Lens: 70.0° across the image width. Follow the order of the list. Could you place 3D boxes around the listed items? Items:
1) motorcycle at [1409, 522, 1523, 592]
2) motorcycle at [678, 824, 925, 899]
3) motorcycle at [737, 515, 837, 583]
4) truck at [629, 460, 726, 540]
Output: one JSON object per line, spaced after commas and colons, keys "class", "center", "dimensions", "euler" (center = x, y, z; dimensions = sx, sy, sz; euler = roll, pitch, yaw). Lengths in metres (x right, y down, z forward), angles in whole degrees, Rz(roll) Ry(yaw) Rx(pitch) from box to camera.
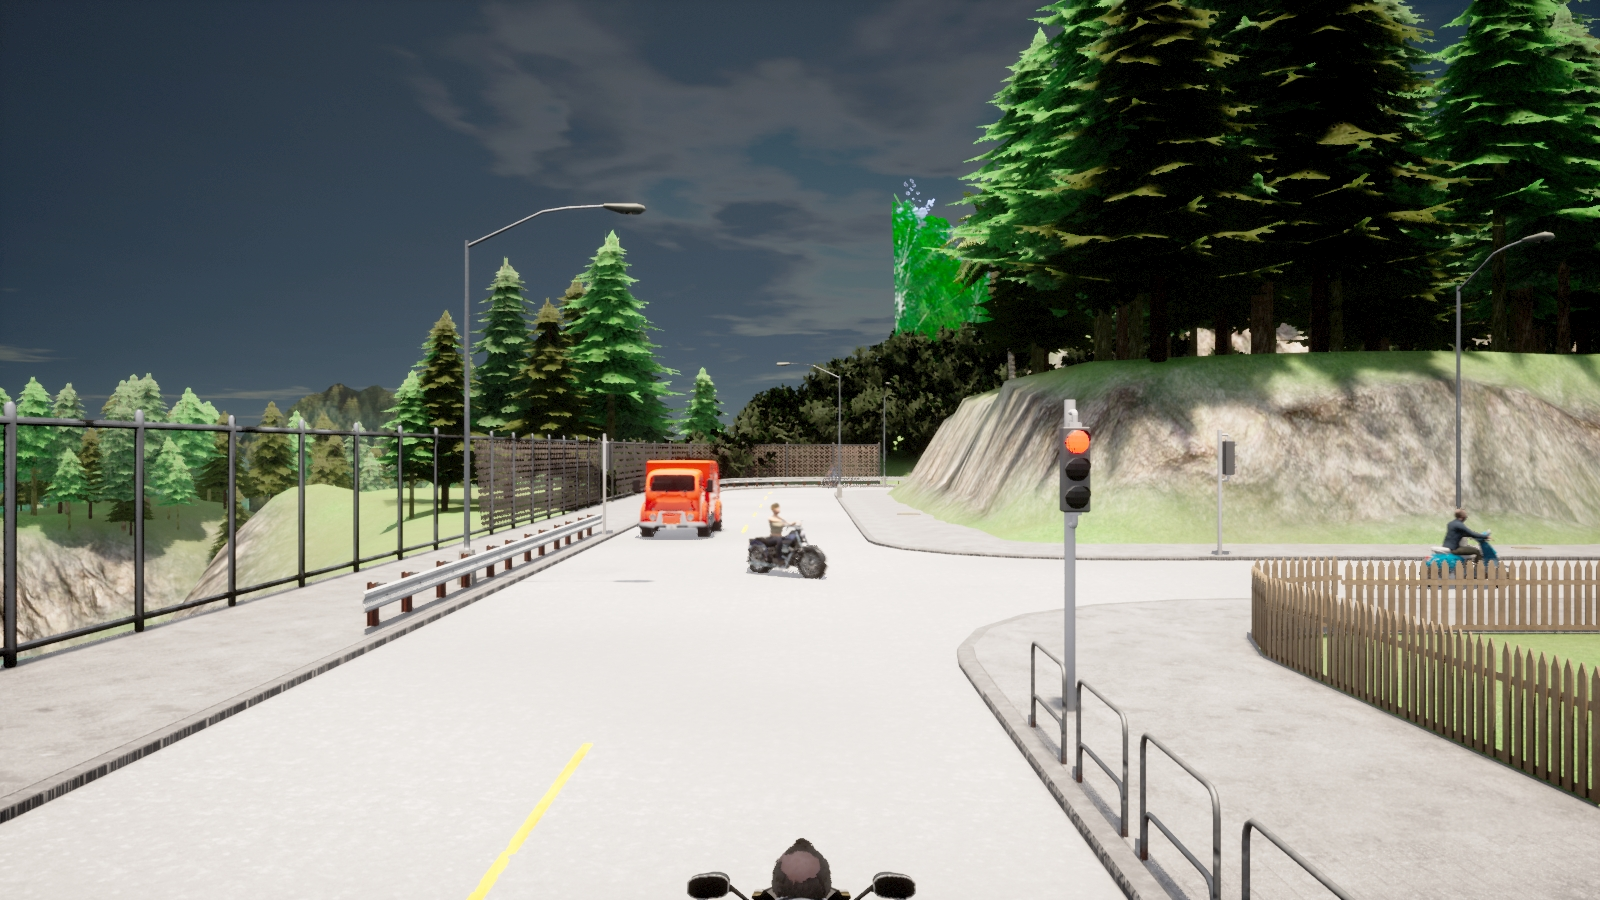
{"class": "motorcycle", "center": [13.413, 2.142, 23.051], "dimensions": [1.805, 1.316, 0.856], "euler": [0, 0, 1]}
{"class": "motorcycle", "center": [0.004, 2.205, 3.723], "dimensions": [0.867, 1.251, 2.209], "euler": [0, 0, 0]}
{"class": "motorcycle", "center": [-0.316, 2.155, 25.305], "dimensions": [2.356, 1.307, 0.764], "euler": [0, -1, 45]}
{"class": "truck", "center": [-3.957, 1.575, 37.840], "dimensions": [2.627, 2.467, 5.204], "euler": [0, 0, 0]}
